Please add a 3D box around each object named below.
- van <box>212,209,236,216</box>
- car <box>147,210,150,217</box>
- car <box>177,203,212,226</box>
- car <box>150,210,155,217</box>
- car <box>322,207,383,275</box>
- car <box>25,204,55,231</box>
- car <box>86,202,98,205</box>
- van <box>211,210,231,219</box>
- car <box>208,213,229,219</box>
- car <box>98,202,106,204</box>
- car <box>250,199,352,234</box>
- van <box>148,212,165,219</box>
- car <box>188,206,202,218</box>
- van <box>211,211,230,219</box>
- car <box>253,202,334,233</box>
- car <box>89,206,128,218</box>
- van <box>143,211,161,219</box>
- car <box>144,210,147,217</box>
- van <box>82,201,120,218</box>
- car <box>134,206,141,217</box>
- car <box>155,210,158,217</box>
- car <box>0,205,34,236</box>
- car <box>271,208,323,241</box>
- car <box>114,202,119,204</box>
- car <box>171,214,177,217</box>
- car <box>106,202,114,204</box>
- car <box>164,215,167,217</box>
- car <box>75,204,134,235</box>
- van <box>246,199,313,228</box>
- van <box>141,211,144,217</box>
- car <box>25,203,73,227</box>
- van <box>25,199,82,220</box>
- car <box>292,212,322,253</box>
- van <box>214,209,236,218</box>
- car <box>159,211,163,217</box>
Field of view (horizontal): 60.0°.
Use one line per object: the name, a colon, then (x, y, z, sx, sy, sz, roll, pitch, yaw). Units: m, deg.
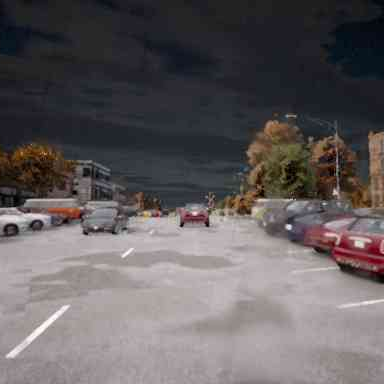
van: (7.009, 4.527, 70.145, 4.442, 1.987, 1.878, 2, -5, -19)
car: (-11.029, 4.041, 61.788, 5.366, 1.575, 1.946, 1, -5, -19)
car: (0.209, 1.625, 25.489, 2.097, 1.767, 4.553, 0, -1, 0)
car: (-10.921, 4.533, 67.627, 5.366, 1.575, 1.946, 1, -5, -19)
car: (6.385, 1.417, 9.440, 4.553, 1.767, 2.185, 1, -1, -20)
car: (-11.351, 1.702, 20.916, 4.674, 1.452, 2.002, 0, -1, -20)
car: (-11.289, 1.874, 29.699, 5.008, 1.535, 2.097, 0, -2, -20)
van: (7.225, 5.529, 81.877, 4.442, 1.987, 1.878, 3, -5, -19)
car: (7.315, 6.514, 90.637, 5.366, 1.575, 1.946, 3, -5, -19)
car: (-11.261, 1.984, 32.624, 4.892, 1.521, 2.231, 0, -2, -19)
car: (6.435, 1.391, 18.410, 5.566, 2.045, 2.435, 1, -1, -20)
van: (-10.161, 6.582, 94.050, 4.442, 1.987, 1.878, 1, -6, -19)
car: (0.385, 2.593, 43.668, 1.812, 1.442, 4.674, -1, -2, 1)
van: (7.549, 6.049, 87.825, 4.442, 1.987, 1.878, 2, -6, -19)
car: (6.503, 1.562, 21.428, 4.553, 1.767, 2.185, 1, -1, -20)
car: (-11.114, 2.623, 44.300, 4.892, 1.521, 2.231, 0, -3, -19)
van: (-10.485, 6.066, 88.122, 4.442, 1.987, 1.878, 1, -5, -19)
car: (-10.930, 3.830, 58.910, 4.792, 1.488, 2.163, 1, -5, -19)
van: (-11.271, 2.207, 41.358, 4.442, 1.987, 1.878, 0, -3, -19)
car: (-11.021, 2.814, 50.181, 5.566, 2.045, 2.435, 1, -5, -19)
car: (-10.632, 5.035, 73.533, 4.892, 1.521, 2.231, 1, -5, -19)
car: (-11.367, 1.658, 17.978, 4.674, 1.452, 2.002, -1, -1, -20)
car: (6.465, 1.633, 15.443, 4.792, 1.488, 2.163, 1, -1, -20)
car: (-11.201, 2.265, 38.466, 4.892, 1.521, 2.231, 0, -3, -19)
car: (-3.849, 6.848, 93.987, 2.128, 1.511, 4.902, 0, -5, 1)
car: (-11.398, 2.110, 35.478, 5.366, 1.575, 1.946, 0, -3, -19)
car: (-10.313, 6.548, 91.065, 5.008, 1.535, 2.097, 1, -5, -19)
car: (-5.016, 1.672, 19.814, 1.837, 1.490, 4.892, 0, -1, 1)
van: (6.380, 1.515, 24.373, 4.442, 1.987, 1.878, 1, -2, -20)
van: (-10.846, 3.332, 56.063, 4.442, 1.987, 1.878, 1, -5, -19)
car: (-11.300, 1.744, 23.850, 4.792, 1.488, 2.163, 0, -1, -20)
van: (-11.419, 1.559, 26.736, 4.442, 1.987, 1.878, 0, -1, -20)
car: (6.420, 1.610, 12.438, 4.674, 1.452, 2.002, 1, -1, -20)
van: (7.281, 4.786, 73.163, 4.442, 1.987, 1.878, 2, -5, -19)
car: (-10.562, 5.283, 79.387, 5.566, 2.045, 2.435, 1, -5, -19)
